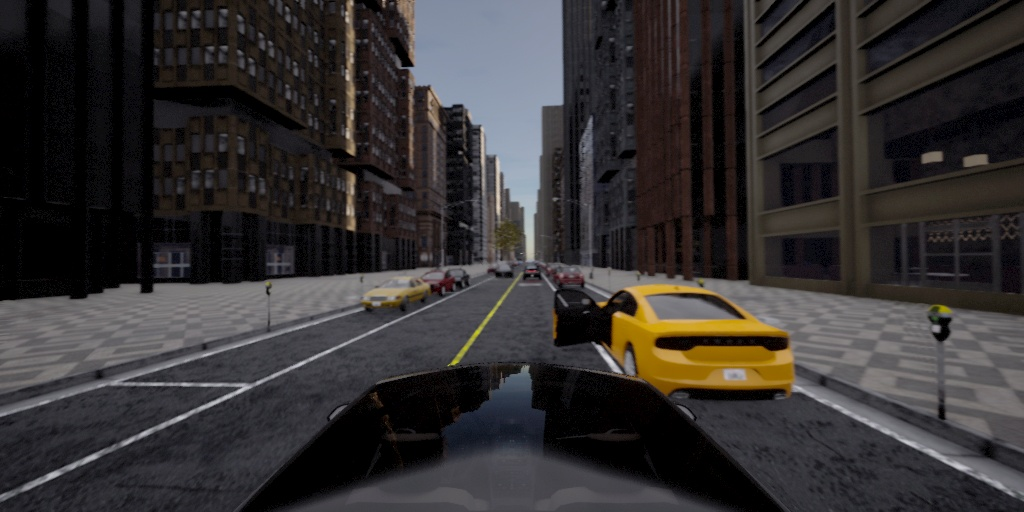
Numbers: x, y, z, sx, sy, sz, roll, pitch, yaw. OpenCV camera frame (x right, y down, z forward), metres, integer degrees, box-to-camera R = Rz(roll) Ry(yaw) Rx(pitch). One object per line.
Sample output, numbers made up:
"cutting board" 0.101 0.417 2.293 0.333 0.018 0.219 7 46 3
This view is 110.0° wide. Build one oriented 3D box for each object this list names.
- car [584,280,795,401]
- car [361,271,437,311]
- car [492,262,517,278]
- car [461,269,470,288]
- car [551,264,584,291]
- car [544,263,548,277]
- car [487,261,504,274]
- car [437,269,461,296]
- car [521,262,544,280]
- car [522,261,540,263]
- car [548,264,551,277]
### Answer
"car" 2.732 1.261 6.658 1.882 1.535 5.008 -1 -1 3
"car" -4.901 1.496 15.728 1.751 1.417 4.829 0 0 3
"car" -0.801 1.726 41.179 1.882 1.535 5.008 -1 -1 4
"car" -4.273 1.672 27.235 1.948 1.339 4.313 0 0 3
"car" 4.239 1.458 26.776 1.967 1.591 4.097 0 0 3
"car" 5.166 1.664 43.782 1.967 1.591 4.097 0 0 3
"car" -2.728 1.890 55.577 1.967 1.591 4.097 0 0 3
"car" -4.582 1.583 21.566 1.888 1.381 4.507 0 0 3
"car" 2.084 1.670 36.745 1.837 1.490 4.892 -1 -1 4
"car" 2.610 1.794 46.907 1.837 1.490 4.892 -1 -1 4
"car" 4.548 1.653 32.445 1.948 1.339 4.313 0 0 3
